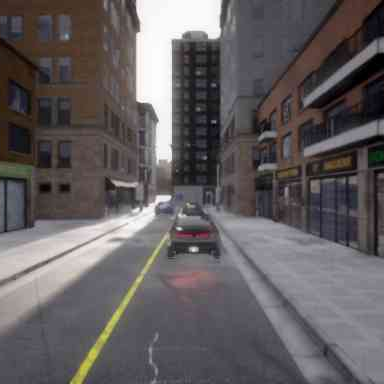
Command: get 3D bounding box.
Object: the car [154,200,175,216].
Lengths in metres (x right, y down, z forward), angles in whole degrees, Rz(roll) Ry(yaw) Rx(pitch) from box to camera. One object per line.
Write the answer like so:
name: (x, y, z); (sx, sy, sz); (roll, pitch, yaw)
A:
car: (-2.826, 1.614, 34.730); (1.882, 1.535, 5.008); (0, 0, 0)

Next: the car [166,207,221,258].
car: (0.071, 1.555, 12.906); (1.837, 1.490, 4.892); (0, 0, 0)

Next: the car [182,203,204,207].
car: (0.074, 1.636, 28.294); (1.812, 1.442, 4.674); (0, 0, 1)
